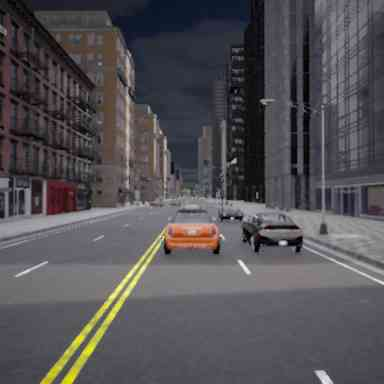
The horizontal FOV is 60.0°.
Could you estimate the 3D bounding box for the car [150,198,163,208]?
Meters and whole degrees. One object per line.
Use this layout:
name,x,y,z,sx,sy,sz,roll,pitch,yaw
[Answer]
car,-6.540,1.964,61.765,2.097,1.767,4.553,0,-1,1

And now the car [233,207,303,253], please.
car,3.256,1.629,14.297,2.128,1.511,4.902,0,0,0

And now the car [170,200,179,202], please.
car,-3.259,2.215,65.588,1.994,1.385,4.181,0,-1,1

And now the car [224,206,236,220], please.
car,3.258,1.881,29.109,1.895,1.301,4.718,0,-1,0

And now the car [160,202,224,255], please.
car,0.004,1.484,14.074,2.097,1.767,4.553,0,-1,0
